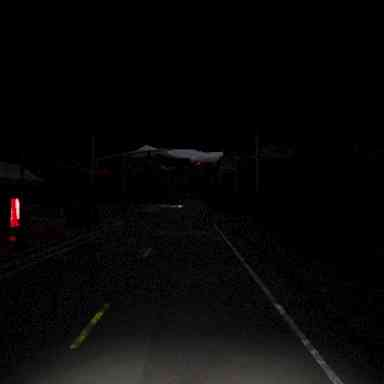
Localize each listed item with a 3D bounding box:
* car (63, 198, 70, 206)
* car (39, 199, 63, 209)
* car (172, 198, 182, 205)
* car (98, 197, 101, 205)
[{"bbox_3d":[-25.915,2.032,69.831,1.932,1.855,4.605,0,-1,0],"label":"car"},{"bbox_3d":[-22.584,1.986,52.781,1.970,1.475,3.806,0,-1,0],"label":"car"},{"bbox_3d":[-3.526,2.171,77.068,2.097,1.767,4.553,0,-1,0],"label":"car"},{"bbox_3d":[-22.652,2.095,77.709,1.905,1.878,3.866,0,-1,0],"label":"car"}]
